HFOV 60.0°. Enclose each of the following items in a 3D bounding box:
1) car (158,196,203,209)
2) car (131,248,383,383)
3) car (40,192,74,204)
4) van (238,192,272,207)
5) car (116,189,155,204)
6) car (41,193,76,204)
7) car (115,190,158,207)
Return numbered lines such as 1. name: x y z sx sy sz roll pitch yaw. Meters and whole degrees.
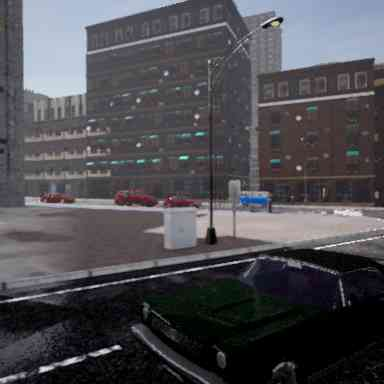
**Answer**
1. car: -0.976 1.101 34.405 4.206 1.307 1.802 1 0 23
2. car: 1.577 1.599 4.840 4.718 1.301 1.895 0 0 -36
3. car: -18.143 0.762 44.689 4.181 1.385 1.994 1 1 24
4. van: 7.621 0.876 39.817 3.998 1.788 1.690 1 0 23
5. car: -7.882 0.598 46.532 5.009 1.841 2.192 1 0 23
6. car: -16.484 0.809 41.123 4.507 1.381 1.887 1 0 23
7. car: -6.139 0.750 36.645 5.009 1.841 2.192 1 0 23
